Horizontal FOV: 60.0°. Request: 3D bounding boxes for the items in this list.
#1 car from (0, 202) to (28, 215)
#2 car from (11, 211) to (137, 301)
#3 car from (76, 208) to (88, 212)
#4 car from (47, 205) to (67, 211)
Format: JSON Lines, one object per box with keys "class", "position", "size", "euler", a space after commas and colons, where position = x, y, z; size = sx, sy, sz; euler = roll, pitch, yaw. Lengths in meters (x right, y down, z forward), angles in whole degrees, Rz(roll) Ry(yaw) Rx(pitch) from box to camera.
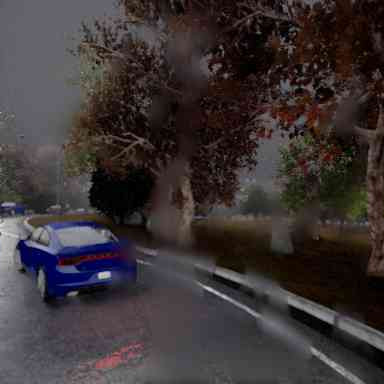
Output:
{"class": "car", "position": [-20.990, 1.925, 38.815], "size": [1.882, 1.535, 5.008], "euler": [0, -3, -2]}
{"class": "car", "position": [-3.196, 1.494, 8.600], "size": [1.882, 1.535, 5.008], "euler": [0, 0, -36]}
{"class": "car", "position": [-21.869, 3.984, 65.855], "size": [1.812, 1.442, 4.674], "euler": [0, -5, -2]}
{"class": "car", "position": [-21.480, 2.891, 53.071], "size": [1.837, 1.490, 4.892], "euler": [0, -5, -2]}
